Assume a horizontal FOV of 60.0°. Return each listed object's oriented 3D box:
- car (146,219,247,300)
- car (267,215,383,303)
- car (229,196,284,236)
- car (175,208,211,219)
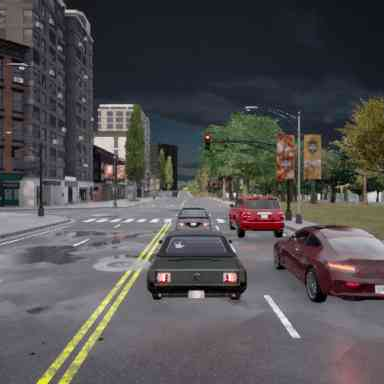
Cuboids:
[{"bbox_3d":[0.085,1.599,8.346,1.895,1.301,4.718,0,0,0],"label":"car"},{"bbox_3d":[3.338,1.524,8.085,1.812,1.442,4.674,0,0,0],"label":"car"},{"bbox_3d":[3.317,1.217,17.898,2.150,2.045,5.566,0,0,0],"label":"car"},{"bbox_3d":[0.068,1.543,17.938,2.033,1.411,5.357,0,0,0],"label":"car"}]
